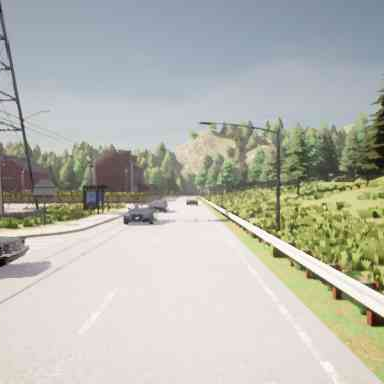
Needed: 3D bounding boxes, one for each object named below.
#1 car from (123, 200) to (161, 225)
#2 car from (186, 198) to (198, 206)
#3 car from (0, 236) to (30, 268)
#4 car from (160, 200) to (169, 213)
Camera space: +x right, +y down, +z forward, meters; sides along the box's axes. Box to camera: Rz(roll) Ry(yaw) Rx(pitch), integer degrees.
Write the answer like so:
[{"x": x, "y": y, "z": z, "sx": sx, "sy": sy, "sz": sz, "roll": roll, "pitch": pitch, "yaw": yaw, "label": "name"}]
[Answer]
[{"x": -3.635, "y": 1.558, "z": 24.096, "sx": 1.994, "sy": 1.385, "sz": 4.181, "roll": 0, "pitch": 0, "yaw": 0, "label": "car"}, {"x": 0.012, "y": 1.587, "z": 54.361, "sx": 1.895, "sy": 1.301, "sz": 4.718, "roll": 0, "pitch": 0, "yaw": 0, "label": "car"}, {"x": -7.213, "y": 1.599, "z": 9.231, "sx": 4.718, "sy": 1.301, "sz": 1.895, "roll": 0, "pitch": 0, "yaw": -8, "label": "car"}, {"x": -3.588, "y": 1.539, "z": 36.687, "sx": 2.033, "sy": 1.411, "sz": 5.357, "roll": 0, "pitch": 0, "yaw": 0, "label": "car"}]
